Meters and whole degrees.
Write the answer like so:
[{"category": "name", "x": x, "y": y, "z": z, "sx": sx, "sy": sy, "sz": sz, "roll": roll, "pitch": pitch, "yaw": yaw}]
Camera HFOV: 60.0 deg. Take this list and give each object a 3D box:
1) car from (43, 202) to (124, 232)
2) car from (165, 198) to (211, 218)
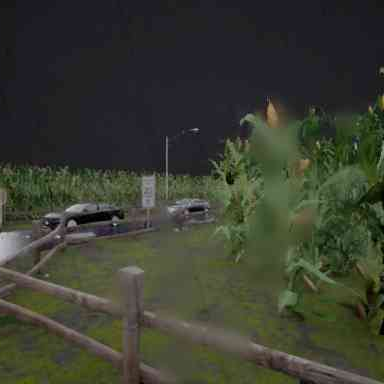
[{"category": "car", "x": -6.302, "y": 1.365, "z": 19.801, "sx": 1.882, "sy": 1.535, "sz": 5.008, "roll": 0, "pitch": 1, "yaw": 35}, {"category": "car", "x": -0.271, "y": 1.311, "z": 28.259, "sx": 2.128, "sy": 1.511, "sz": 4.902, "roll": 0, "pitch": 1, "yaw": 36}]
